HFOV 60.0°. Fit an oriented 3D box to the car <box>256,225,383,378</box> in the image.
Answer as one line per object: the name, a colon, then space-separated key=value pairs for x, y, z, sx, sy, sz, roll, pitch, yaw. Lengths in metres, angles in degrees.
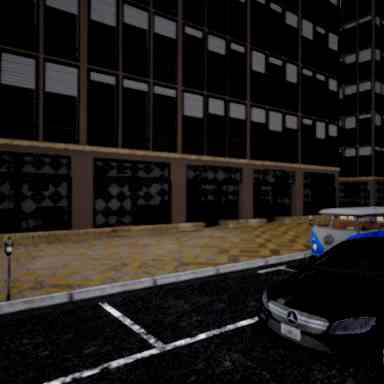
car: x=3.158 y=1.543 z=5.645 sx=4.674 sy=1.442 sz=1.812 roll=0 pitch=0 yaw=-36

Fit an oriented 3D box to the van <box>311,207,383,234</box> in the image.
van: x=5.416 y=1.372 z=10.455 sx=3.998 sy=1.788 sz=1.690 roll=0 pitch=0 yaw=-36
